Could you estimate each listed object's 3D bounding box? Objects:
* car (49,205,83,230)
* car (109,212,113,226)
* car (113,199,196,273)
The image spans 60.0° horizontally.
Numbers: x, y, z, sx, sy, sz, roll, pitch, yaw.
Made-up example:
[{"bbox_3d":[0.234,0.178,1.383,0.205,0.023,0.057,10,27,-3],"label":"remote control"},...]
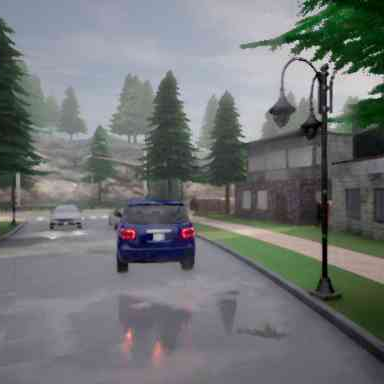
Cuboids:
[{"bbox_3d":[-8.152,1.557,21.617,1.812,1.442,4.674,0,0,-20],"label":"car"},{"bbox_3d":[-4.215,1.624,21.365,1.895,1.301,4.718,0,0,-20],"label":"car"},{"bbox_3d":[-1.335,1.232,11.017,2.150,2.045,5.566,0,0,-11],"label":"car"}]
